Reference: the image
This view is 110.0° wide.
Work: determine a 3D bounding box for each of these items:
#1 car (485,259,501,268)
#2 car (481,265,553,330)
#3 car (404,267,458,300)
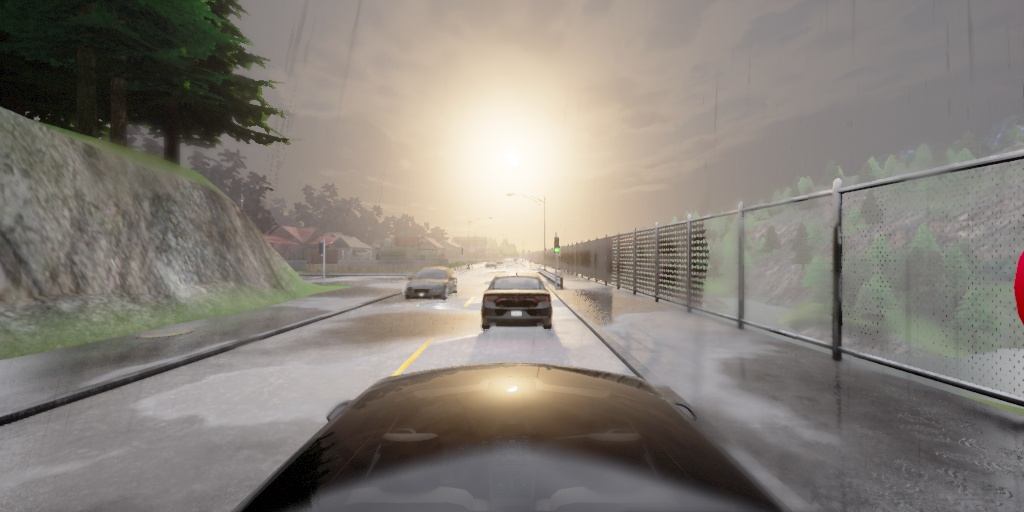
[{"bbox_3d":[-3.392,1.324,59.410,2.033,1.411,5.357,0,0,1],"label":"car"},{"bbox_3d":[0.154,1.230,11.163,1.882,1.535,5.008,0,0,1],"label":"car"},{"bbox_3d":[-3.833,1.327,17.695,1.837,1.490,4.892,0,1,1],"label":"car"}]
